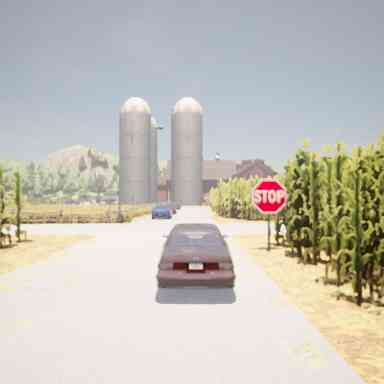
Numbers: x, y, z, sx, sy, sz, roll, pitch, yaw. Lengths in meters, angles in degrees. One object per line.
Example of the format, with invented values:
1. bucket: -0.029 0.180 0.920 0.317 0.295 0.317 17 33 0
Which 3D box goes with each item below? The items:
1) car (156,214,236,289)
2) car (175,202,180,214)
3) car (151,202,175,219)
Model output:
1. car: 0.093 1.587 9.334 2.033 1.411 5.357 0 0 0
2. car: -3.120 2.267 45.764 1.882 1.535 5.008 0 -1 0
3. car: -3.141 2.046 35.288 1.882 1.535 5.008 0 -1 0
